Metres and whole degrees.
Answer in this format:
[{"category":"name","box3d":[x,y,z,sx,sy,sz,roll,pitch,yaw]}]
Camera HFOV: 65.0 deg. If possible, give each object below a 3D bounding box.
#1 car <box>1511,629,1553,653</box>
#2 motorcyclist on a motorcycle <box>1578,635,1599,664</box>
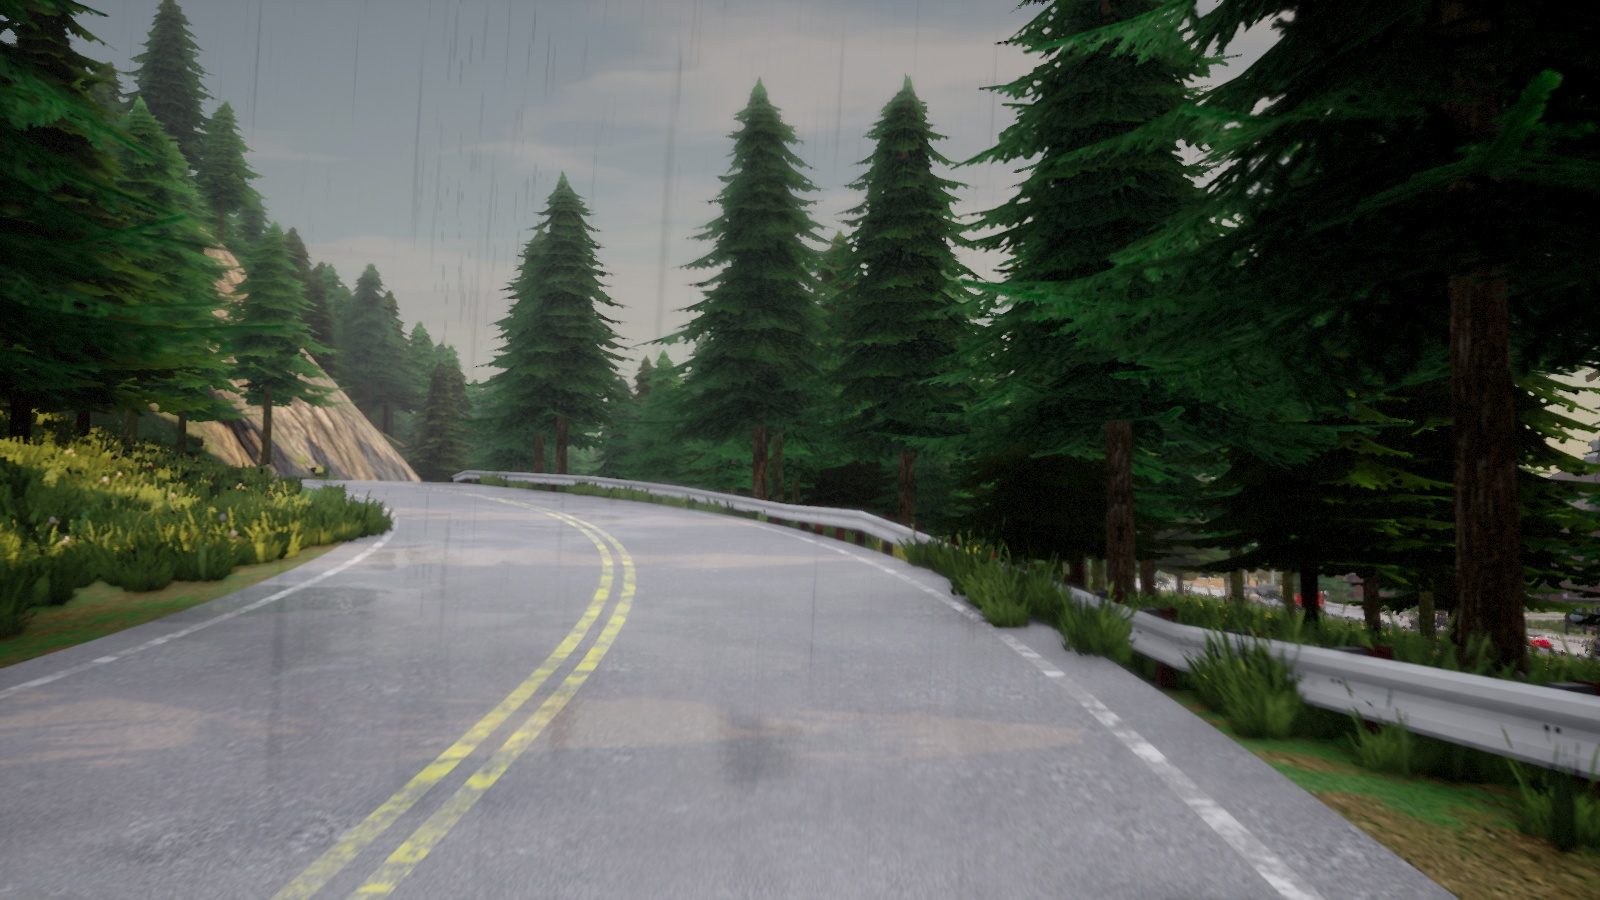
[{"category":"car","box3d":[47.610,12.441,81.709,1.481,1.376,2.207,0,-5,4]},{"category":"motorcyclist on a motorcycle","box3d":[47.684,11.929,74.954,0.866,1.530,2.191,1,-4,-10]}]
